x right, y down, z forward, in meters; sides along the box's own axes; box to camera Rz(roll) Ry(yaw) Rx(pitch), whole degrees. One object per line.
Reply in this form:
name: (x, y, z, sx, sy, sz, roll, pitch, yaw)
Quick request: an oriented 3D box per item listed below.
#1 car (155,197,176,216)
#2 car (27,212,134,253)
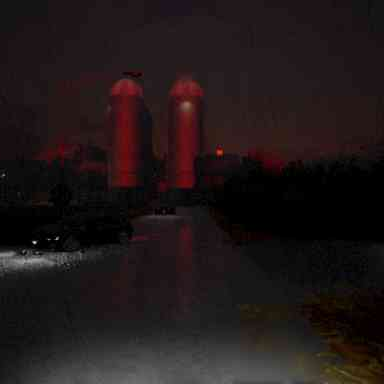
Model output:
car: (-3.121, 1.709, 39.436, 2.150, 2.045, 5.566, 0, 1, 0)
car: (-4.579, 1.672, 14.423, 1.837, 1.490, 4.892, 5, 1, 31)
